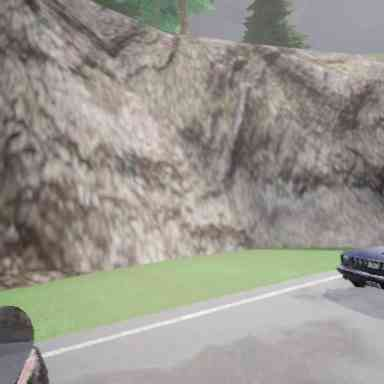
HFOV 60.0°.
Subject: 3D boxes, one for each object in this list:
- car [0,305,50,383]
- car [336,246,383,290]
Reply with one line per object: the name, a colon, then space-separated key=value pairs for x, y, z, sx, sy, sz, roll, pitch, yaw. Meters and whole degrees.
car: x=-3.327 y=1.499 z=1.578 sx=4.902 sy=1.511 sz=2.128 roll=0 pitch=0 yaw=-35
car: x=5.685 y=1.578 z=7.770 sx=4.718 sy=1.301 sz=1.895 roll=0 pitch=0 yaw=-26
